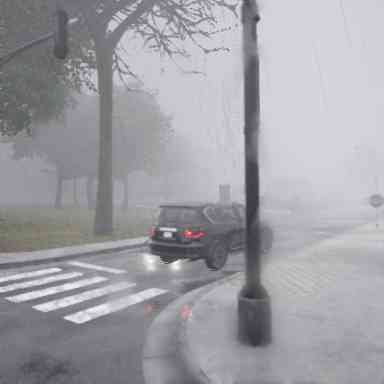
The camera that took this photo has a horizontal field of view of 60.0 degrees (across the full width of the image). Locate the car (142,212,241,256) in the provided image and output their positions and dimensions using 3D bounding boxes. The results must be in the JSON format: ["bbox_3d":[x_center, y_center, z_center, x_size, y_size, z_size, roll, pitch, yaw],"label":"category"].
[{"bbox_3d":[0.219,1.771,15.442,2.033,1.411,5.357,-1,-1,32],"label":"car"}]

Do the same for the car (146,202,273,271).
[{"bbox_3d":[0.911,1.373,11.855,2.150,2.045,5.566,-1,-1,37],"label":"car"}]
